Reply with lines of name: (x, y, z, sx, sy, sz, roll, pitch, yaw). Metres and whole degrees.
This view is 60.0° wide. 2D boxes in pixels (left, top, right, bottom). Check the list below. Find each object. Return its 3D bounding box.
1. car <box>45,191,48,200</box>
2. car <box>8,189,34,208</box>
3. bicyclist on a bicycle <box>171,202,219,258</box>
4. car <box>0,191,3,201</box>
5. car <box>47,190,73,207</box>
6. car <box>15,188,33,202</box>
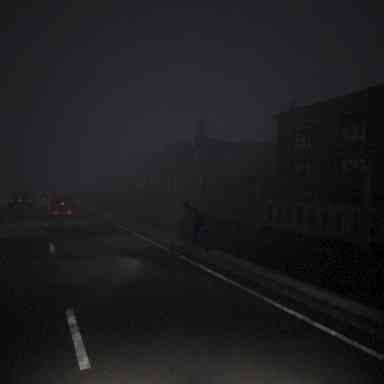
car: (-17.687, 0.397, 42.764, 1.994, 1.385, 4.181, -1, 2, -26)
car: (-15.804, 0.702, 30.677, 2.033, 1.411, 5.357, -1, 2, -25)
bicyclist on a bicycle: (0.062, 1.101, 10.148, 1.656, 1.620, 0.582, -10, 6, -25)
car: (-24.907, 0.323, 41.682, 1.882, 1.535, 5.008, -1, 1, -25)
car: (-12.775, 0.717, 32.462, 1.895, 1.301, 4.718, -1, 2, -25)
car: (-21.506, 0.332, 42.666, 1.837, 1.490, 4.892, -1, 2, -25)
